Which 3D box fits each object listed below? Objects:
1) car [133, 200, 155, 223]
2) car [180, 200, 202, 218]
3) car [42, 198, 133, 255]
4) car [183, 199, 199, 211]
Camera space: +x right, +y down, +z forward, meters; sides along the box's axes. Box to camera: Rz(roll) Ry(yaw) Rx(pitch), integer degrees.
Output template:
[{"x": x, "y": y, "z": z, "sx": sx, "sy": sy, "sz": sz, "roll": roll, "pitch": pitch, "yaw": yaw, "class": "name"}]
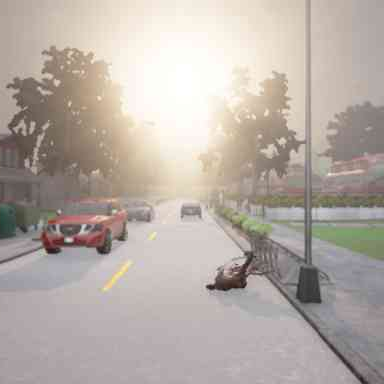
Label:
[{"x": -4.232, "y": 1.468, "z": 26.680, "sx": 2.097, "sy": 1.767, "sz": 4.553, "roll": 0, "pitch": 0, "yaw": 0, "class": "car"}, {"x": -0.094, "y": 1.618, "z": 32.093, "sx": 1.882, "sy": 1.535, "sz": 5.008, "roll": 0, "pitch": 0, "yaw": 0, "class": "car"}, {"x": -4.176, "y": 1.285, "z": 13.997, "sx": 2.150, "sy": 2.045, "sz": 5.566, "roll": 0, "pitch": -1, "yaw": 0, "class": "car"}, {"x": -0.182, "y": 1.747, "z": 45.619, "sx": 2.033, "sy": 1.411, "sz": 5.357, "roll": 0, "pitch": 0, "yaw": 0, "class": "car"}]
